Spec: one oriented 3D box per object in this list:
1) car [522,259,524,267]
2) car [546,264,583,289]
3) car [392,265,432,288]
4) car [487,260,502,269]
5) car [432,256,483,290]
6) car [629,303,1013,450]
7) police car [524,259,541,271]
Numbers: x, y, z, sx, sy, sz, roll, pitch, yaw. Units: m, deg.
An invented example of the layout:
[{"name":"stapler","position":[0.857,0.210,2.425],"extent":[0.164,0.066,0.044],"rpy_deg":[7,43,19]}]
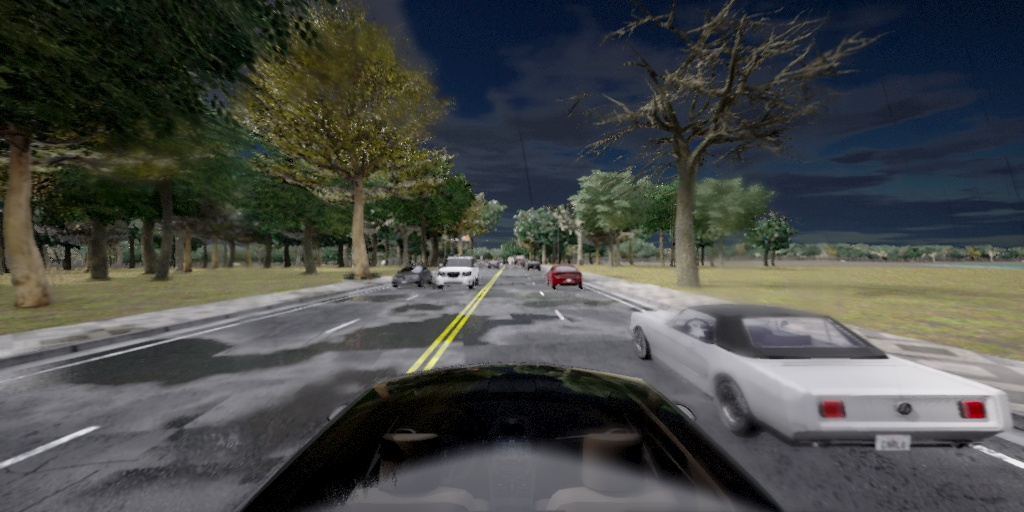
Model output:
[{"name":"car","position":[3.265,1.481,64.793],"extent":[1.801,1.575,5.366],"rpy_deg":[0,0,0]},{"name":"car","position":[3.356,1.284,23.558],"extent":[1.882,1.535,5.008],"rpy_deg":[0,0,0]},{"name":"car","position":[-6.600,1.335,24.250],"extent":[1.812,1.442,4.674],"rpy_deg":[0,0,0]},{"name":"car","position":[-3.256,1.540,63.595],"extent":[1.812,1.442,4.674],"rpy_deg":[0,0,1]},{"name":"car","position":[-3.343,1.026,23.171],"extent":[2.150,2.045,5.566],"rpy_deg":[0,0,0]},{"name":"car","position":[3.351,1.357,5.370],"extent":[1.895,1.301,4.718],"rpy_deg":[0,0,0]},{"name":"police car","position":[3.263,1.373,53.711],"extent":[1.930,1.638,5.238],"rpy_deg":[0,0,0]}]
